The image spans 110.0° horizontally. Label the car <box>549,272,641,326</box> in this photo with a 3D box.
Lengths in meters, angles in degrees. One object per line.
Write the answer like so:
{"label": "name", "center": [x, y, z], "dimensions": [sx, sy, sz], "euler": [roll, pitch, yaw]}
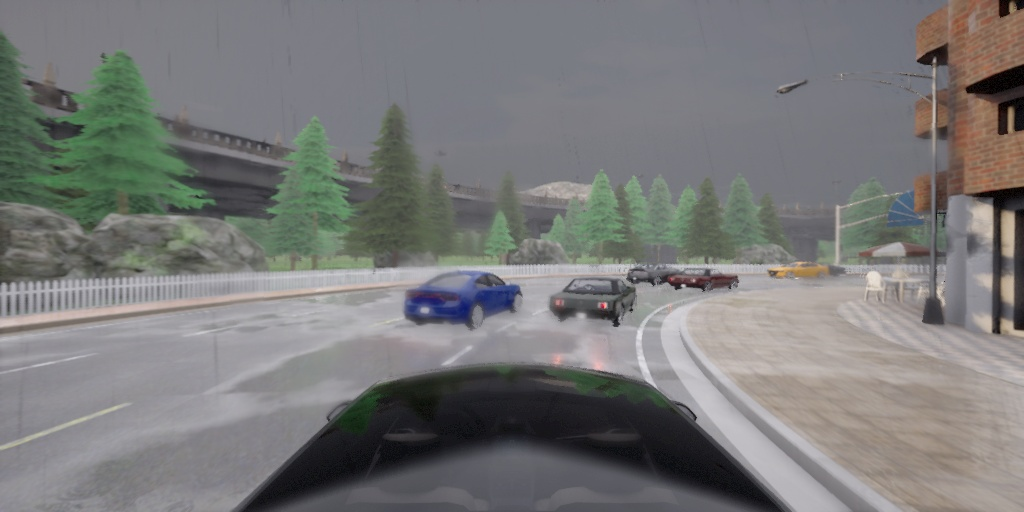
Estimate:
{"label": "car", "center": [2.878, 1.342, 11.789], "dimensions": [1.895, 1.301, 4.718], "euler": [0, 0, 26]}

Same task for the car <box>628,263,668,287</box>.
{"label": "car", "center": [9.913, 1.244, 24.243], "dimensions": [4.902, 1.511, 2.128], "euler": [0, 0, -32]}

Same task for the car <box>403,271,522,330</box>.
{"label": "car", "center": [-1.247, 1.197, 11.249], "dimensions": [1.882, 1.535, 5.008], "euler": [0, 0, 22]}

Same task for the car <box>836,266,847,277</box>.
{"label": "car", "center": [30.904, 1.390, 36.505], "dimensions": [5.357, 1.411, 2.033], "euler": [0, 0, -5]}

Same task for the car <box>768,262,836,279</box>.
{"label": "car", "center": [25.926, 1.301, 32.538], "dimensions": [5.008, 1.535, 1.882], "euler": [0, 0, -6]}

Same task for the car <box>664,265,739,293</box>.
{"label": "car", "center": [11.351, 1.368, 21.110], "dimensions": [4.718, 1.301, 1.895], "euler": [0, 0, -34]}
